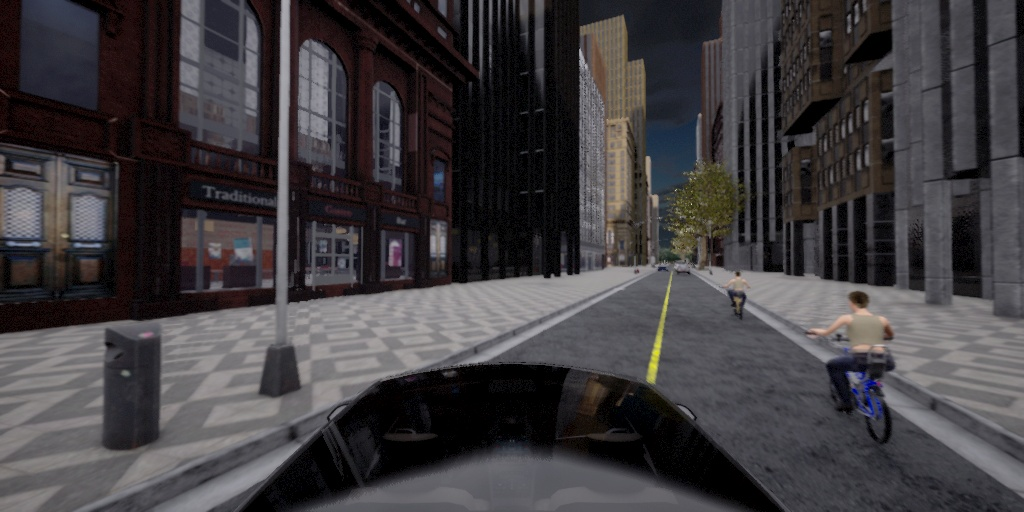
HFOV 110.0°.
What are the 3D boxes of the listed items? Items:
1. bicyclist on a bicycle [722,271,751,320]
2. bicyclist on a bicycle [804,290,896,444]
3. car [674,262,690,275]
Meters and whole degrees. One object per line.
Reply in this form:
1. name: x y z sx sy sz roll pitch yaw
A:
1. bicyclist on a bicycle: 7.767 1.319 12.351 0.866 1.612 1.509 0 -1 24
2. bicyclist on a bicycle: 4.147 1.216 4.333 0.866 1.612 1.509 0 -1 24
3. car: 25.686 2.034 53.855 2.033 1.411 5.357 0 -1 24
